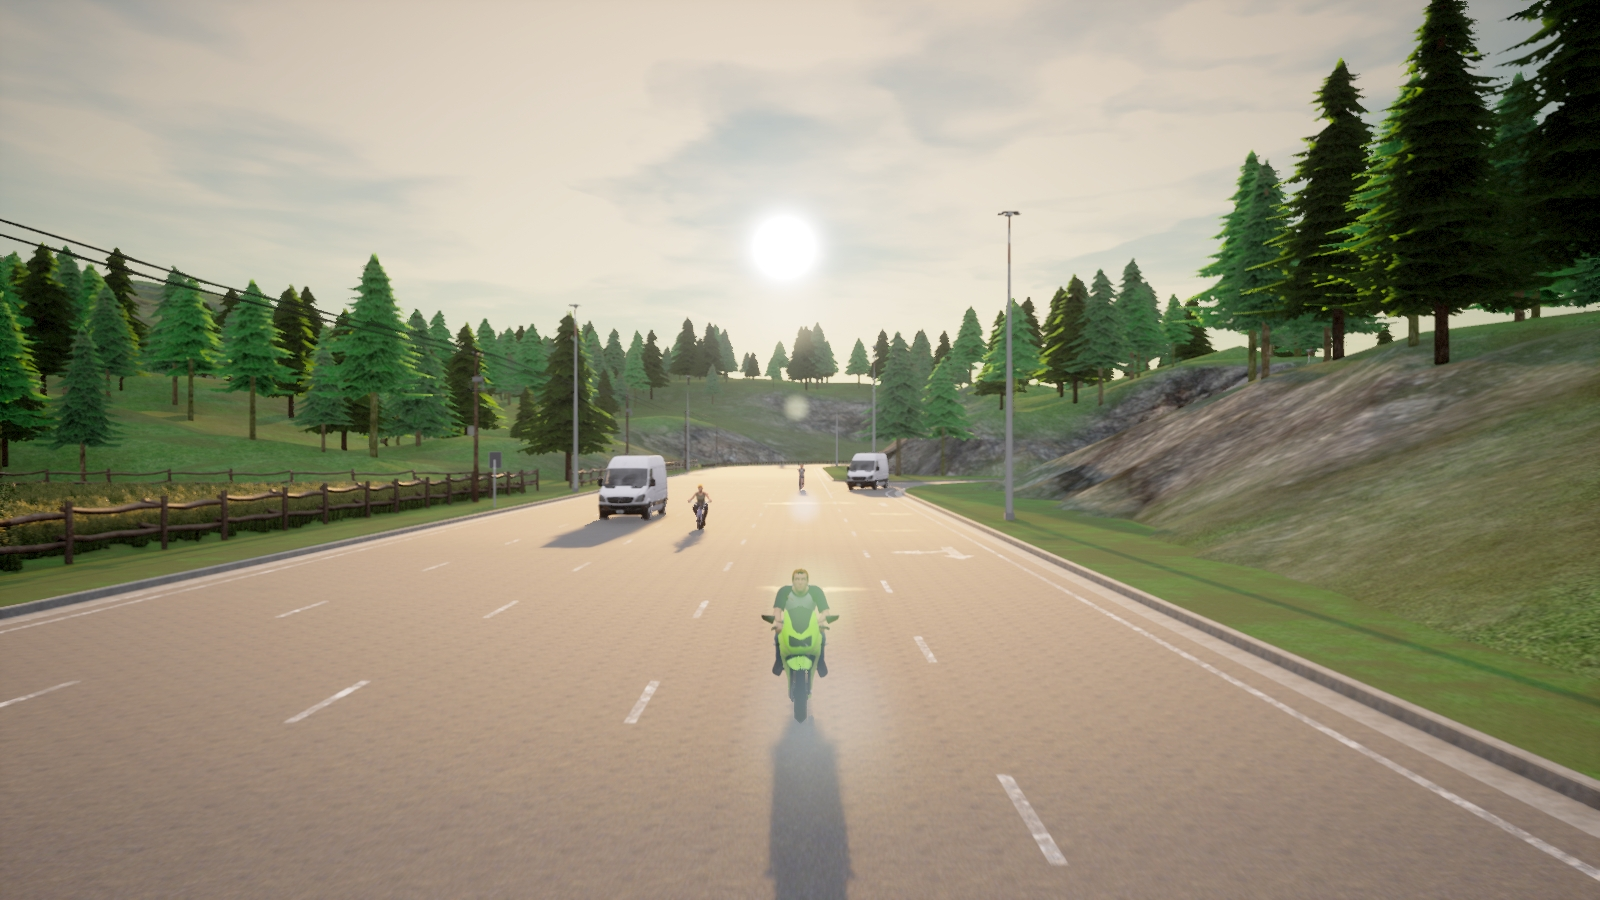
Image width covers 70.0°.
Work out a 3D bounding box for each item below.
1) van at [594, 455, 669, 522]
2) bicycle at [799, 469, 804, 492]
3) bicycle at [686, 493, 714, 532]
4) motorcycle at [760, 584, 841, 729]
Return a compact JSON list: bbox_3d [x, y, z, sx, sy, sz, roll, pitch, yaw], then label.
[{"bbox_3d":[-6.828,1.517,47.001,1.988,2.561,5.915,0,0,2],"label":"van"},{"bbox_3d":[0.112,2.027,76.559,0.373,1.496,1.643,0,0,0],"label":"bicycle"},{"bbox_3d":[-3.452,2.143,39.626,0.859,1.277,1.487,0,0,0],"label":"bicycle"},{"bbox_3d":[0.003,2.180,12.426,0.803,1.199,2.033,0,0,0],"label":"motorcycle"}]
